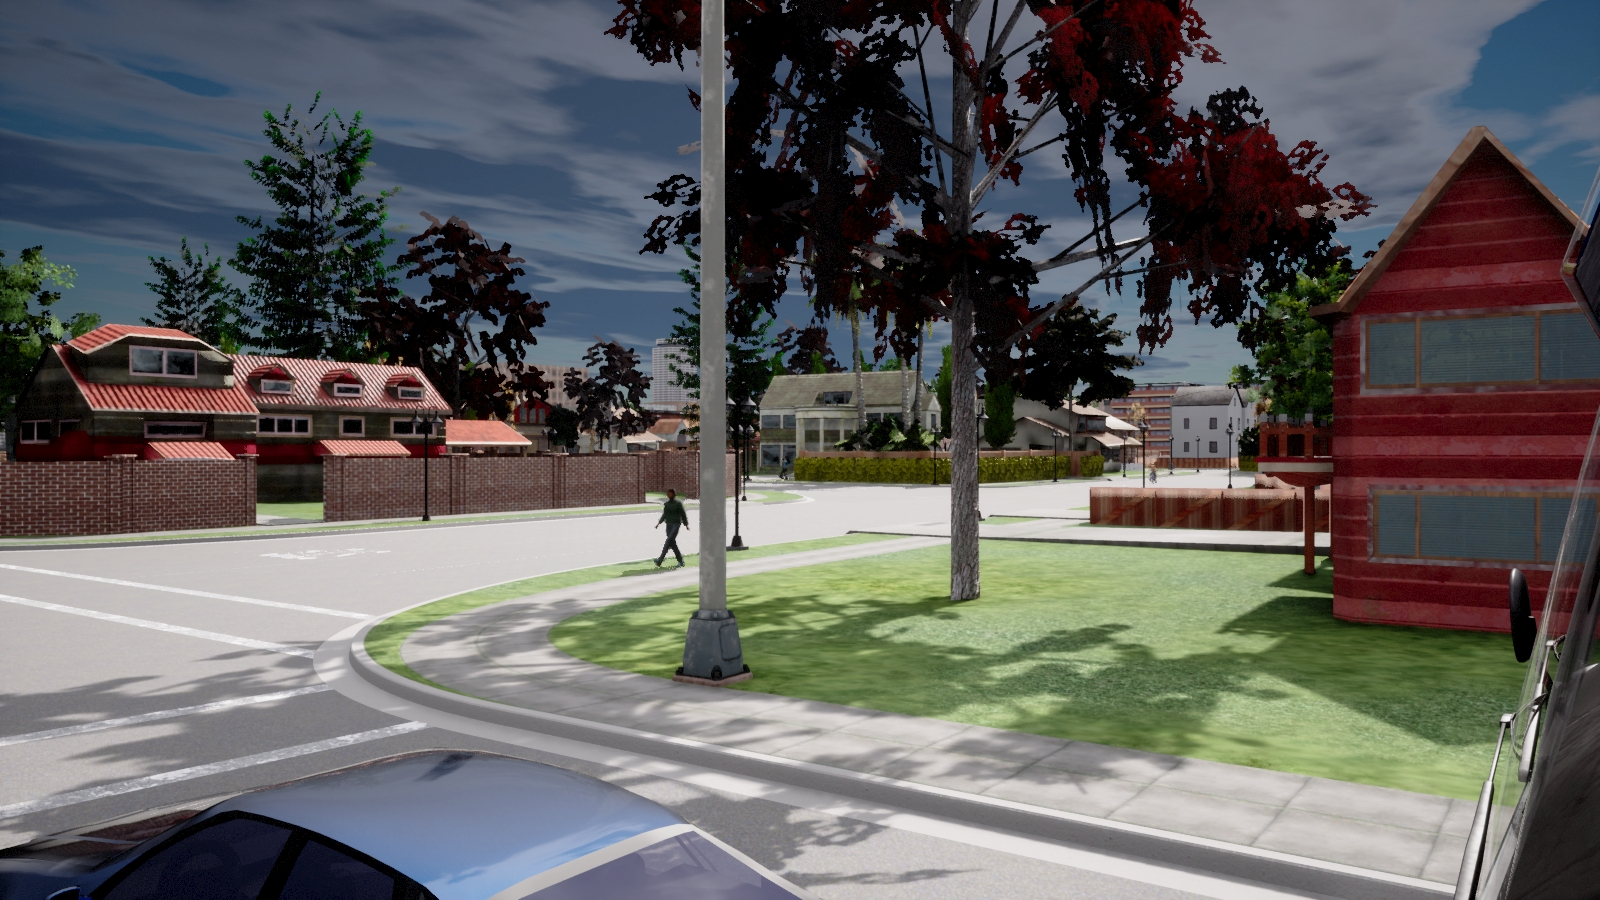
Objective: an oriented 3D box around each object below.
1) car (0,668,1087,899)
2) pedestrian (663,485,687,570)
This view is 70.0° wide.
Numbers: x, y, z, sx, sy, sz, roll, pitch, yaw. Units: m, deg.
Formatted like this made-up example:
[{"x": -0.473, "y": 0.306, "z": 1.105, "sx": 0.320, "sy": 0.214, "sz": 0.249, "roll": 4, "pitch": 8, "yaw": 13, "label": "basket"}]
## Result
[{"x": -1.713, "y": 2.106, "z": 4.943, "sx": 5.357, "sy": 1.411, "sz": 2.033, "roll": 0, "pitch": 0, "yaw": 36, "label": "car"}, {"x": -2.772, "y": 1.704, "z": 25.301, "sx": 0.375, "sy": 1.860, "sz": 0.375, "roll": 0, "pitch": 0, "yaw": 35, "label": "pedestrian"}]
